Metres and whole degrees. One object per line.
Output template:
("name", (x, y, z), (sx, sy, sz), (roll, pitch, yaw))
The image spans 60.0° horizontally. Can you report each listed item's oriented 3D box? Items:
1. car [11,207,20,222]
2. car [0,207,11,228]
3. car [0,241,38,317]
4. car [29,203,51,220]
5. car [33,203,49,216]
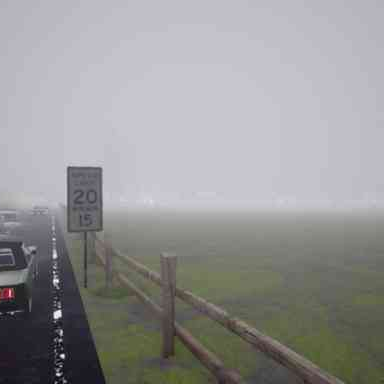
("car", (-18.054, 2.159, 32.400), (1.994, 1.385, 4.181), (0, -1, -22))
("car", (-14.196, 1.979, 23.124), (2.033, 1.411, 5.357), (0, -1, -23))
("car", (-4.439, 1.723, 7.249), (1.895, 1.301, 4.718), (0, -1, -23))
("car", (-16.137, 2.164, 35.197), (2.033, 1.411, 5.357), (0, -1, -22))
("car", (-20.097, 2.289, 44.497), (1.837, 1.490, 4.892), (0, -1, -23))
